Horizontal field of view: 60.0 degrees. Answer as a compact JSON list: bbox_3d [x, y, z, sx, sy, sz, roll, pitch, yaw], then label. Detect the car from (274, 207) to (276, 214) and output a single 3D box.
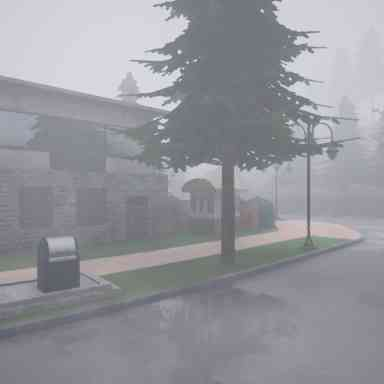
[{"bbox_3d":[4.880,1.444,28.961,4.718,1.301,1.895,0,0,43],"label":"car"}]
